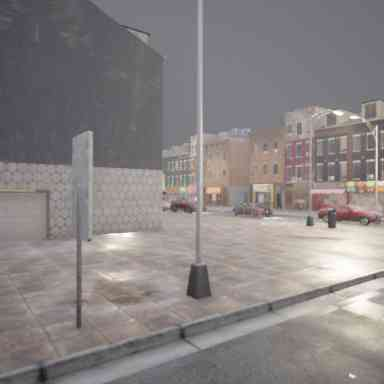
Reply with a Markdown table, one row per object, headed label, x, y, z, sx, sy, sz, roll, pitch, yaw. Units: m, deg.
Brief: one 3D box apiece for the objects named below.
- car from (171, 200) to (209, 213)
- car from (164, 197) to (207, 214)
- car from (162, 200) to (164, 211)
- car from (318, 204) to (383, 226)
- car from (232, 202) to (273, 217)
| label | x | y | z | sx | sy | sz | roll | pitch | yaw |
| --- | --- | --- | --- | --- | --- | --- | --- | --- | --- |
| car | -0.325 | 1.702 | 41.189 | 2.033 | 1.411 | 5.357 | 0 | 0 | -35 |
| car | -0.562 | 1.445 | 37.132 | 2.192 | 1.841 | 5.009 | 0 | 0 | -36 |
| car | -3.618 | 1.675 | 41.414 | 1.752 | 1.417 | 4.829 | 0 | 0 | -36 |
| car | 11.575 | 1.609 | 24.493 | 1.812 | 1.442 | 4.674 | 0 | 0 | -36 |
| car | 5.851 | 1.681 | 32.538 | 1.994 | 1.385 | 4.181 | 0 | 0 | -34 |
